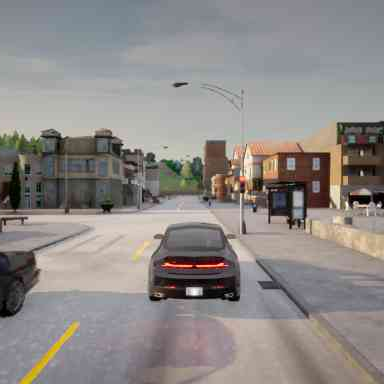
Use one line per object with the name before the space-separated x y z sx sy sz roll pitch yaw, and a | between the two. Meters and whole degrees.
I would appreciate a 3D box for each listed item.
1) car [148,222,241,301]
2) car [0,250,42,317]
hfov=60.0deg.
car | 0.064 1.505 8.288 1.837 1.490 4.892 0 0 1
car | -4.096 1.547 4.724 2.033 1.411 5.357 0 0 0
